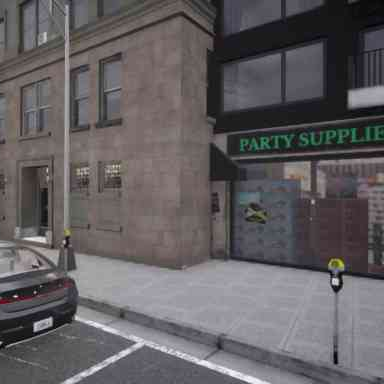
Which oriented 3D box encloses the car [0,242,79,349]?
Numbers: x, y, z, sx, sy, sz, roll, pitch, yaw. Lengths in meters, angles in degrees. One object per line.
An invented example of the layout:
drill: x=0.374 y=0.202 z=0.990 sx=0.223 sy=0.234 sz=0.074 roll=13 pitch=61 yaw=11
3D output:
car: x=-3.788 y=1.550 z=5.746 sx=4.403 sy=1.369 sz=2.008 roll=0 pitch=0 yaw=35
